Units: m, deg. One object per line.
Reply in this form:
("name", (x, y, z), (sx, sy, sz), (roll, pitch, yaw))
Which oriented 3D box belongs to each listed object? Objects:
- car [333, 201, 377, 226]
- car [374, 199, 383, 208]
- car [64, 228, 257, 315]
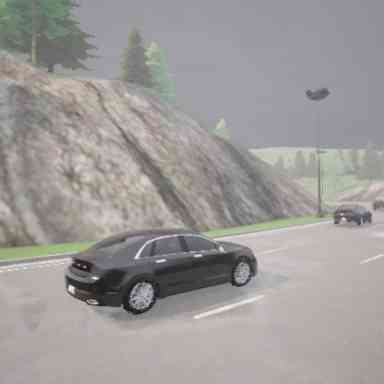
("car", (12.351, 1.710, 25.402), (1.837, 1.490, 4.892), (-1, -1, 41))
("car", (27.463, 1.846, 48.638), (1.837, 1.490, 4.892), (0, -1, 24))
("car", (-0.463, 1.628, 7.971), (4.892, 1.490, 1.837), (0, 0, -40))
